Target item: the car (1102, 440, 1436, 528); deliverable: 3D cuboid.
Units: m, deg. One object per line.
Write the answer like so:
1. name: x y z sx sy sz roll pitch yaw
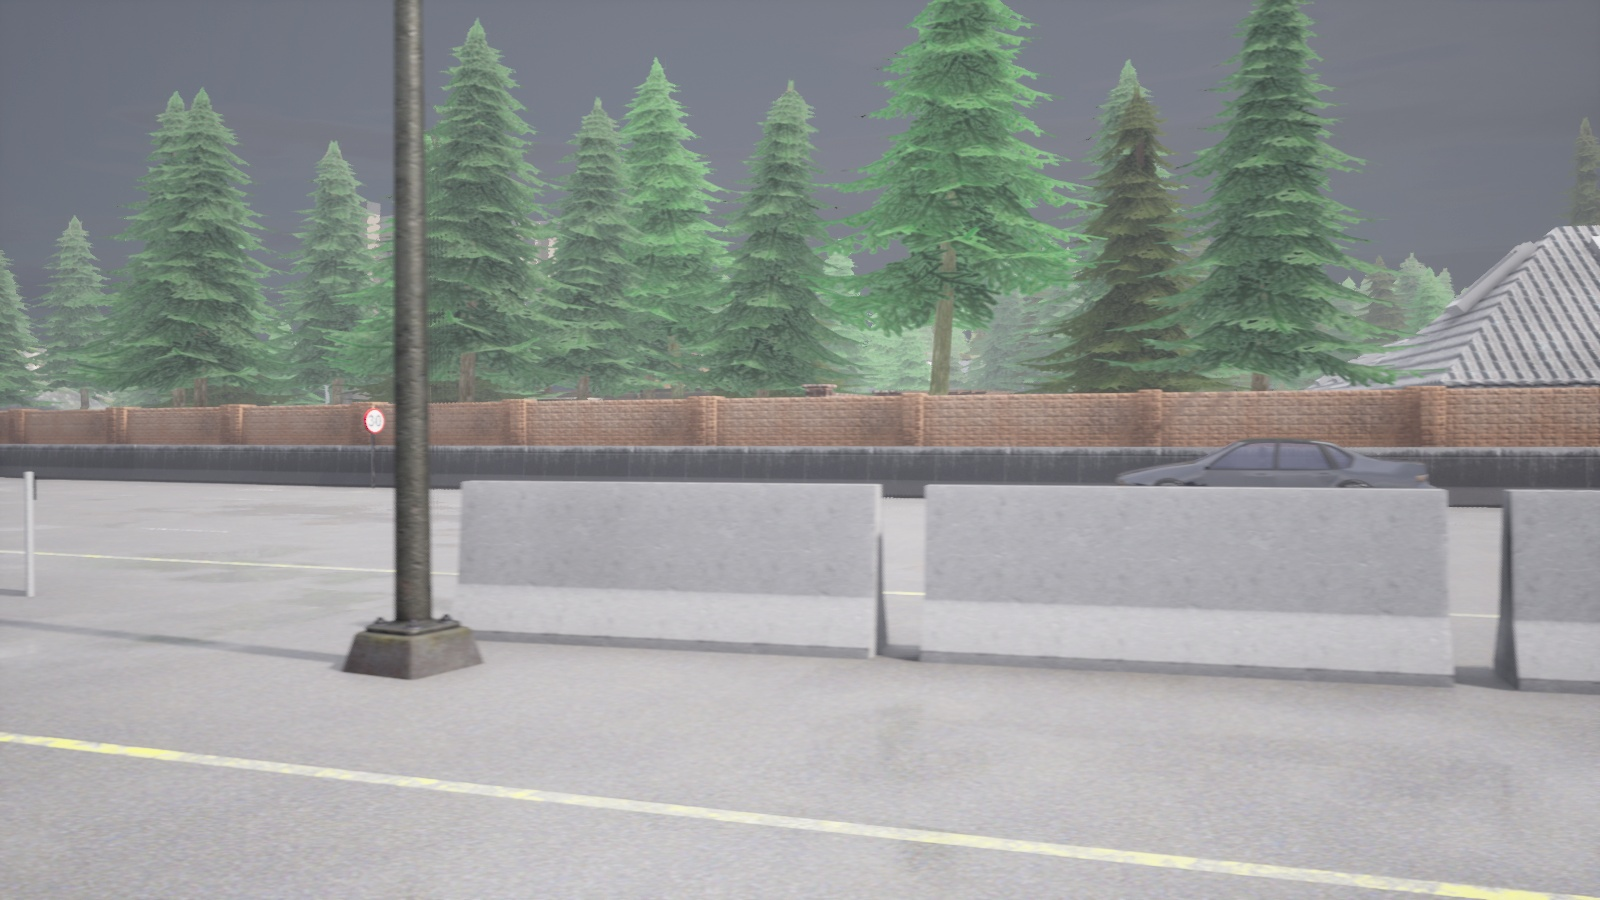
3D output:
1. car: 8.258 0.548 22.522 5.357 1.411 2.033 0 1 18
